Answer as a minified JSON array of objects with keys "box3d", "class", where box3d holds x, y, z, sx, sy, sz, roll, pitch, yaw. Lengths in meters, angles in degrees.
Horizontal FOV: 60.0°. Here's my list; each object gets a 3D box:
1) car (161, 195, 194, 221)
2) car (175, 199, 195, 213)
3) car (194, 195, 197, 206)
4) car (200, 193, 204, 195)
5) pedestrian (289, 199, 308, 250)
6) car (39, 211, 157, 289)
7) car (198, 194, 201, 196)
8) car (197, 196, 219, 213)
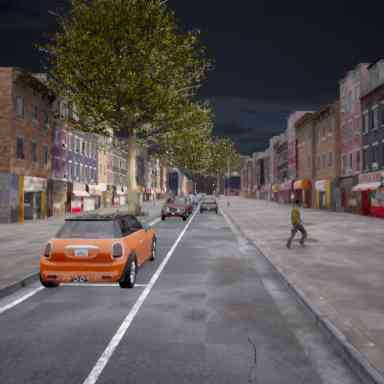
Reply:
[{"box3d":[-1.290,1.299,27.321,2.192,1.841,5.009,2,0,3],"class":"car"},{"box3d":[-0.751,1.521,38.378,1.887,1.381,4.507,2,0,3],"class":"car"},{"box3d":[-1.017,1.295,32.849,2.192,1.841,5.009,2,0,3],"class":"car"},{"box3d":[1.159,1.546,77.078,1.802,1.307,4.206,2,0,3],"class":"car"},{"box3d":[3.787,1.138,11.931,0.375,1.860,0.375,-2,-2,3],"class":"pedestrian"},{"box3d":[-2.315,1.348,9.395,2.097,1.767,4.553,0,0,3],"class":"car"},{"box3d":[0.071,1.407,54.964,1.967,1.590,4.097,2,0,3],"class":"car"},{"box3d":[1.835,1.470,35.979,2.128,1.511,4.902,0,0,3],"class":"car"}]
